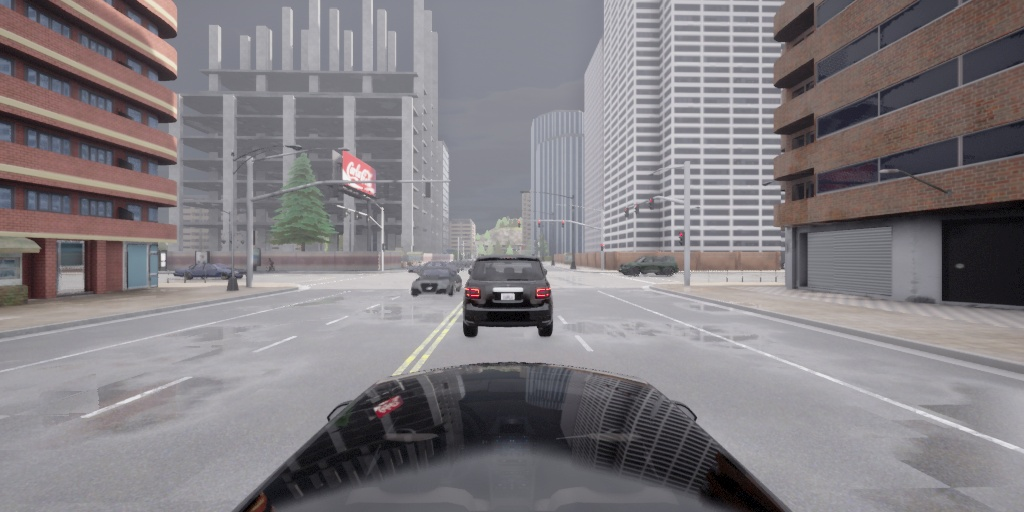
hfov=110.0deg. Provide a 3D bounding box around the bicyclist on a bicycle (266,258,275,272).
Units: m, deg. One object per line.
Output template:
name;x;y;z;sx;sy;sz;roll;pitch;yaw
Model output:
bicyclist on a bicycle;-28.675;1.051;42.574;0.582;1.620;1.656;0;0;-1

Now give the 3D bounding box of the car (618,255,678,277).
car;13.368;0.971;35.220;5.566;2.045;2.150;0;0;-3

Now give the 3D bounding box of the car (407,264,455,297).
car;-3.835;1.314;18.666;1.994;1.385;4.181;0;0;1

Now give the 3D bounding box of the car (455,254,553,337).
car;-0.114;0.971;10.431;2.150;2.045;5.566;0;0;-1

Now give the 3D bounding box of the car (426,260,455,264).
car;-8.297;1.297;38.302;5.357;1.411;2.033;0;0;-1

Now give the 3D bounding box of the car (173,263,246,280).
car;-25.603;1.297;30.664;5.357;1.411;2.033;0;0;-1

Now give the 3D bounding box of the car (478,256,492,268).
car;-4.785;0.971;64.778;2.150;2.045;5.566;0;0;-1

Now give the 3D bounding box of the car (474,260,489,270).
car;-4.625;1.351;54.738;1.895;1.301;4.718;0;0;-1
